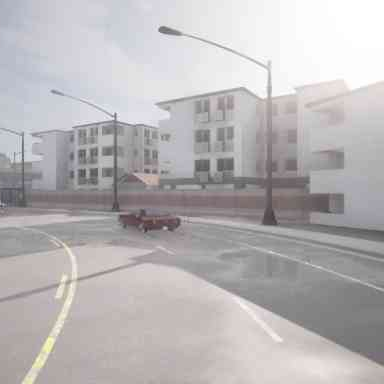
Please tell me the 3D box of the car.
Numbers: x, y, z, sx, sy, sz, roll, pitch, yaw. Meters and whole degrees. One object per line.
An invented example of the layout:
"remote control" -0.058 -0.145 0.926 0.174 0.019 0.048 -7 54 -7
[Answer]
"car" -2.650 1.601 19.357 1.895 1.301 4.718 0 0 -33
